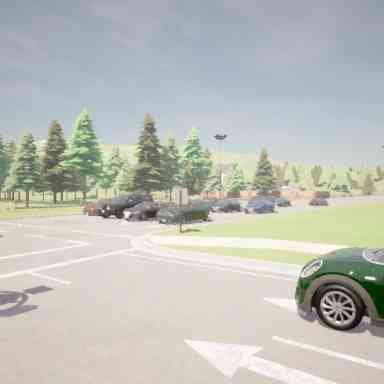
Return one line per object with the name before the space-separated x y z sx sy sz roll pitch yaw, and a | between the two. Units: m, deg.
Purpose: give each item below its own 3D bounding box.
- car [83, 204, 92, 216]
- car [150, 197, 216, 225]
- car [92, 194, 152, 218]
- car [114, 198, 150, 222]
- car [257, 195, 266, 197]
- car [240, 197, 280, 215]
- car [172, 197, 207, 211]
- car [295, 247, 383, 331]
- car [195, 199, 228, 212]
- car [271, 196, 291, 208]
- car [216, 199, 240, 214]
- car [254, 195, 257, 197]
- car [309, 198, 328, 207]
car | -8.117 1.352 31.737 2.097 1.767 4.553 0 0 36
car | -0.571 1.352 24.256 2.097 1.767 4.553 0 0 36
car | -5.589 1.219 29.265 2.150 2.045 5.566 0 0 36
car | -3.350 1.490 26.401 2.128 1.511 4.902 0 0 36
car | 12.888 1.507 54.359 1.837 1.490 4.892 0 -1 37
car | 7.165 1.526 34.806 1.812 1.442 4.674 0 0 36
car | -0.249 1.478 42.449 1.882 1.535 5.008 0 0 36
car | 4.081 1.352 5.378 4.553 1.767 2.097 0 0 36
car | 2.408 1.562 40.154 1.994 1.385 4.181 0 0 36
car | 13.074 1.526 48.735 1.812 1.442 4.674 0 0 36
car | 3.787 1.525 36.123 1.812 1.442 4.674 0 0 36
car | 11.675 1.351 58.588 2.097 1.767 4.553 0 0 37
car | 19.668 1.565 51.745 1.994 1.385 4.181 0 0 37
